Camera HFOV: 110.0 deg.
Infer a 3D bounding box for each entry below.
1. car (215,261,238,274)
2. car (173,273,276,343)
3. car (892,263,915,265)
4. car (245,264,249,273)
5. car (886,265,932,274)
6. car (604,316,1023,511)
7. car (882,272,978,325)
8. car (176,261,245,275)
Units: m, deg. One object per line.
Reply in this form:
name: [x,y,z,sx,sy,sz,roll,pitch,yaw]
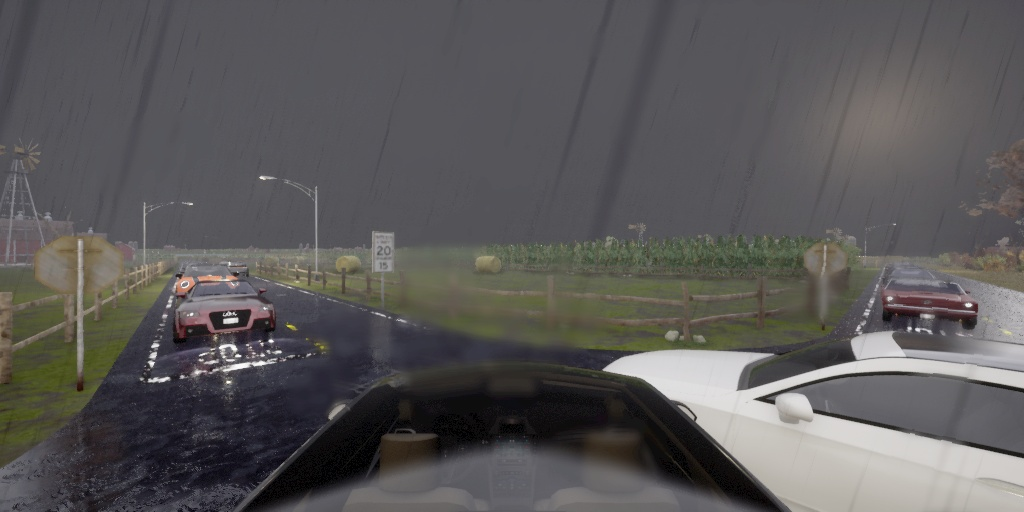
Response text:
car: [-34.172,1.331,42.867,1.837,1.490,4.892,0,0,-42]
car: [-8.047,1.360,9.981,1.994,1.385,4.181,0,0,-43]
car: [27.084,1.405,24.662,4.181,1.385,1.994,0,1,-43]
car: [-27.369,1.305,35.483,2.128,1.511,4.902,0,0,-42]
car: [20.399,1.365,18.333,5.357,1.411,2.033,0,1,-43]
car: [2.815,1.293,2.513,1.812,1.442,4.674,0,1,-45]
car: [13.394,1.399,11.692,4.718,1.301,1.895,0,1,-44]
car: [-13.894,1.150,16.401,2.097,1.767,4.553,0,0,-42]
